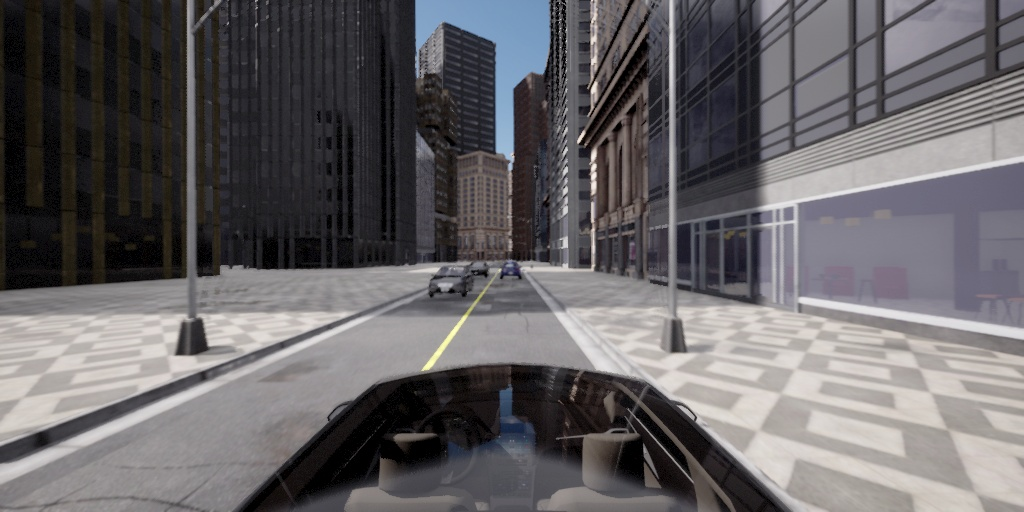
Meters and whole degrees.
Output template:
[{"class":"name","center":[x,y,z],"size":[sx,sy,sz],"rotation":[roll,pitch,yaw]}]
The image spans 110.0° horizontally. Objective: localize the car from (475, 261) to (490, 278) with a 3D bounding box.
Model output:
[{"class":"car","center":[-3.154,1.244,34.065],"size":[1.882,1.535,5.008],"rotation":[0,0,0]}]

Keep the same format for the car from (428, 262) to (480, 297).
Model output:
[{"class":"car","center":[-3.078,1.266,18.861],"size":[2.128,1.511,4.902],"rotation":[0,0,0]}]

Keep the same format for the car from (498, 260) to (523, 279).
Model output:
[{"class":"car","center":[-0.098,1.281,32.519],"size":[1.812,1.442,4.674],"rotation":[0,0,0]}]
